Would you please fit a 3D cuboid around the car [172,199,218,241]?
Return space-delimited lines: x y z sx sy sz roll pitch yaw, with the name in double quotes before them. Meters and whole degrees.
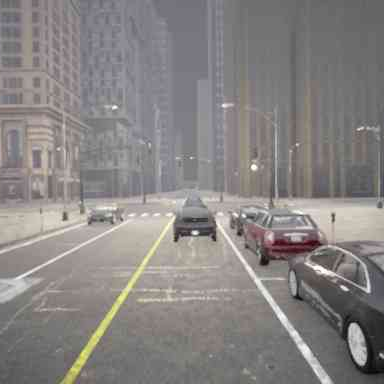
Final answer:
"car" 0.141 1.310 15.441 1.837 1.490 4.892 -1 1 1

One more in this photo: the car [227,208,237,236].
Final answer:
"car" 2.835 1.301 16.549 2.008 1.369 4.403 -1 1 0

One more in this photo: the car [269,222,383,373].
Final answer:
"car" 2.800 1.443 5.268 2.008 1.369 4.403 -1 1 0

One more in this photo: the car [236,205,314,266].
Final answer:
"car" 2.816 1.261 10.907 1.967 1.590 4.097 -1 1 0

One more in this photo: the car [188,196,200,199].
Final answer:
"car" 0.217 1.140 34.328 1.994 1.385 4.181 -1 1 0

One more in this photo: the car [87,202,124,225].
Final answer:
"car" -5.671 1.355 22.217 2.008 1.369 4.403 -1 1 0
